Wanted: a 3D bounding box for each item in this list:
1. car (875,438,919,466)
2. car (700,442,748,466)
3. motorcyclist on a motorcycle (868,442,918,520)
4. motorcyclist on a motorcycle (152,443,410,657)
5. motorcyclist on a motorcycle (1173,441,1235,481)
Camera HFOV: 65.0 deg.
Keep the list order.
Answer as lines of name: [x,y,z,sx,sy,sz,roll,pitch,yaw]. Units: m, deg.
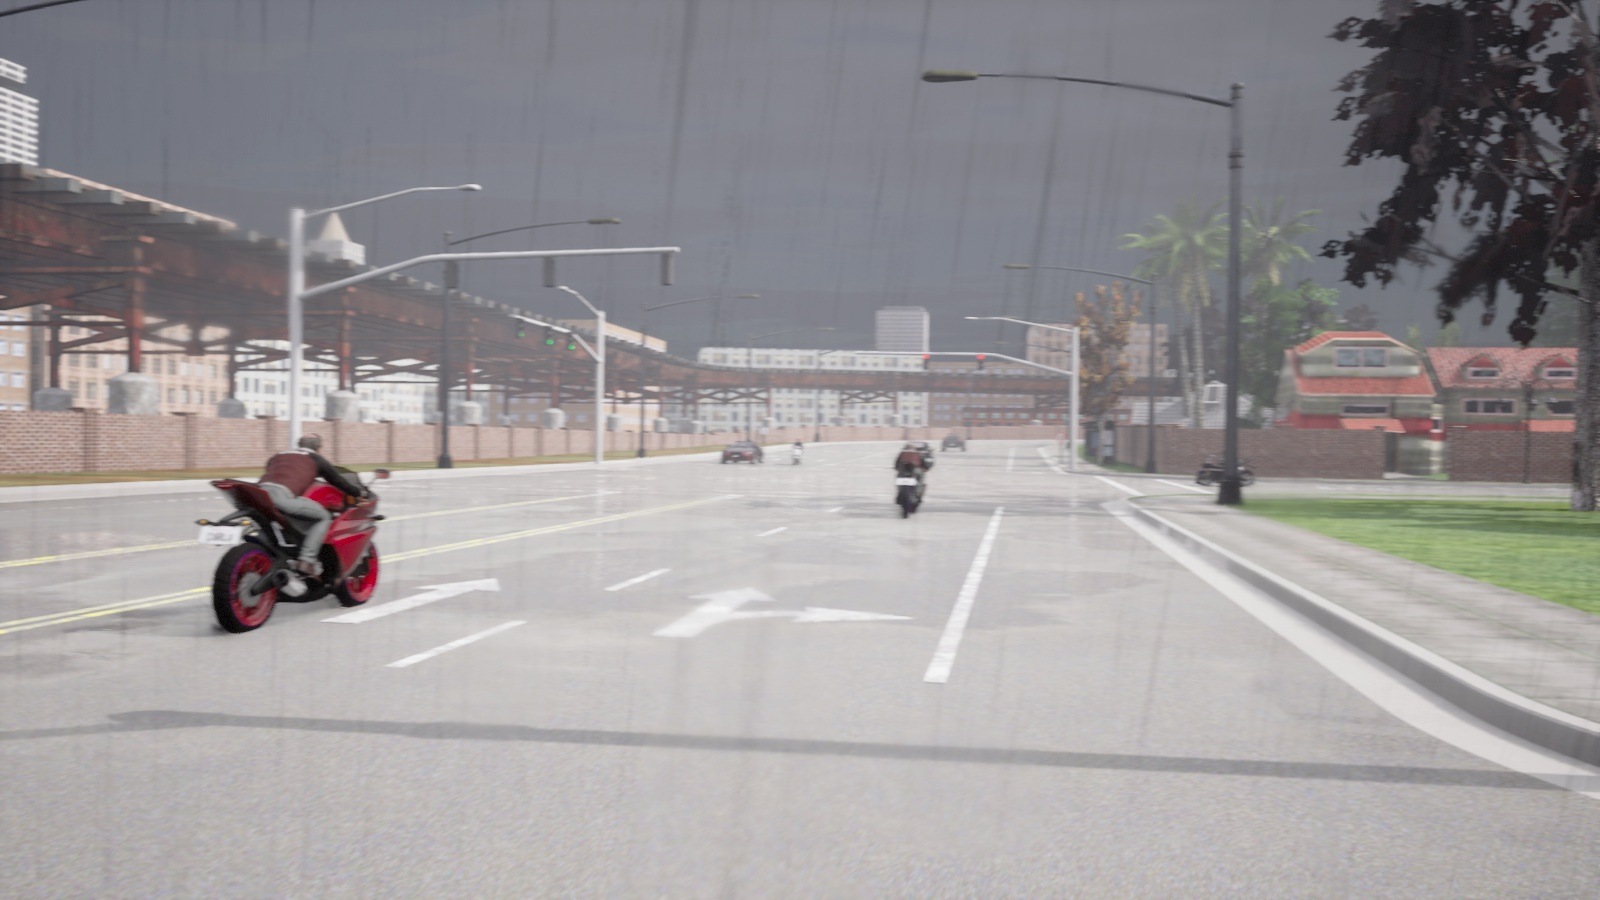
car: [5.628,0.103,72.060,2.128,1.511,4.902,0,1,9]
car: [-4.508,0.210,75.180,1.994,1.385,4.181,0,1,9]
motorcyclist on a motorcycle: [1.940,0.602,25.895,0.866,1.530,2.191,0,0,9]
motorcyclist on a motorcycle: [-4.096,0.717,10.155,0.866,1.530,2.191,-1,0,10]
motorcyclist on a motorcycle: [15.774,0.425,49.072,2.191,1.530,0.866,0,0,8]
